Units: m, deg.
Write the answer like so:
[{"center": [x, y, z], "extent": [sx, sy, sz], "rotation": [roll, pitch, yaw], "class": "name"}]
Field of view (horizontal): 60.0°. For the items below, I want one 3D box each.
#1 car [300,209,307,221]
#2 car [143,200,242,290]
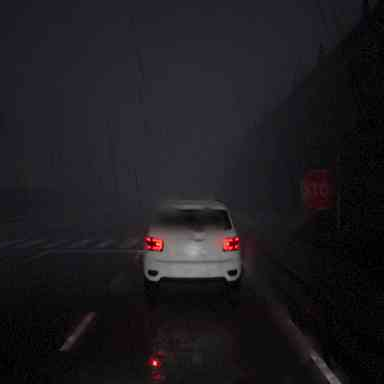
[{"center": [9.787, 1.501, 22.688], "extent": [4.674, 1.442, 1.812], "rotation": [0, 0, 0], "class": "car"}, {"center": [-0.014, 1.212, 9.232], "extent": [2.150, 2.045, 5.566], "rotation": [0, 0, -1], "class": "car"}]
